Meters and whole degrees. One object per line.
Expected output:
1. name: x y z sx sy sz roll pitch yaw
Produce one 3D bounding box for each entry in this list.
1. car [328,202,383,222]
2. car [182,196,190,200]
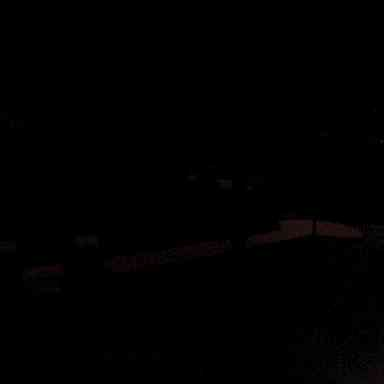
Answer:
1. car: 12.263 1.405 22.843 5.357 1.411 2.033 1 1 42
2. car: -1.097 1.194 34.921 4.553 1.767 2.097 0 0 42
